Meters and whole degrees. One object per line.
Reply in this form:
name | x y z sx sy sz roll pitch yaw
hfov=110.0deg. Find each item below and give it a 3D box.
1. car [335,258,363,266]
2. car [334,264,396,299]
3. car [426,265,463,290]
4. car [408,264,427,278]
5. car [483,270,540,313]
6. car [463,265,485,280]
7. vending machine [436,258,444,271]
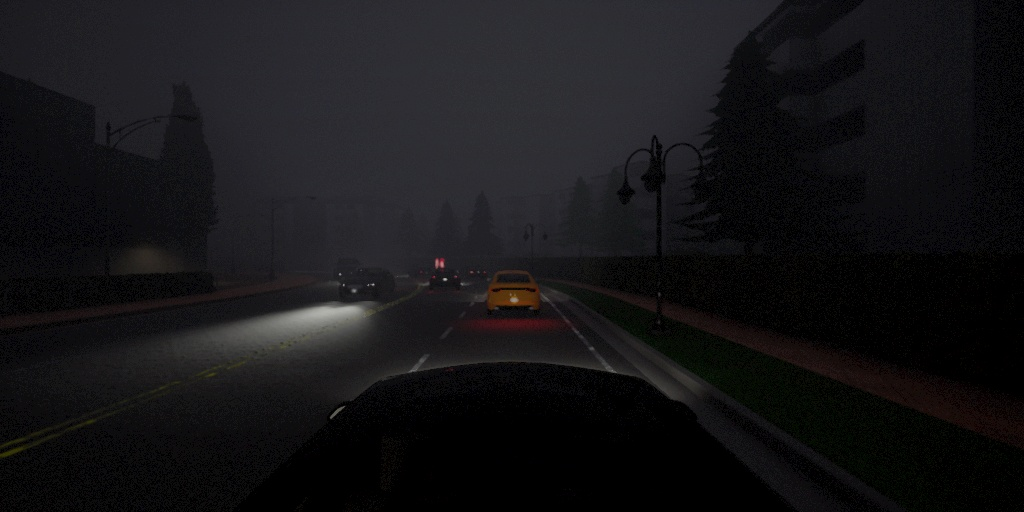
car | -15.764 1.203 34.506 2.150 2.045 5.566 1 -1 -30
car | -7.514 1.364 19.024 2.128 1.511 4.902 0 0 -5
car | -4.586 1.473 24.412 1.994 1.385 4.181 0 -1 -11
car | -9.741 1.534 38.169 1.812 1.442 4.674 0 0 -29
car | 0.016 1.318 14.425 1.882 1.535 5.008 0 0 -1
car | -4.031 1.531 34.707 2.033 1.411 5.357 0 0 -23
vending machine | -10.374 1.299 51.668 1.100 2.100 0.880 0 0 -43
